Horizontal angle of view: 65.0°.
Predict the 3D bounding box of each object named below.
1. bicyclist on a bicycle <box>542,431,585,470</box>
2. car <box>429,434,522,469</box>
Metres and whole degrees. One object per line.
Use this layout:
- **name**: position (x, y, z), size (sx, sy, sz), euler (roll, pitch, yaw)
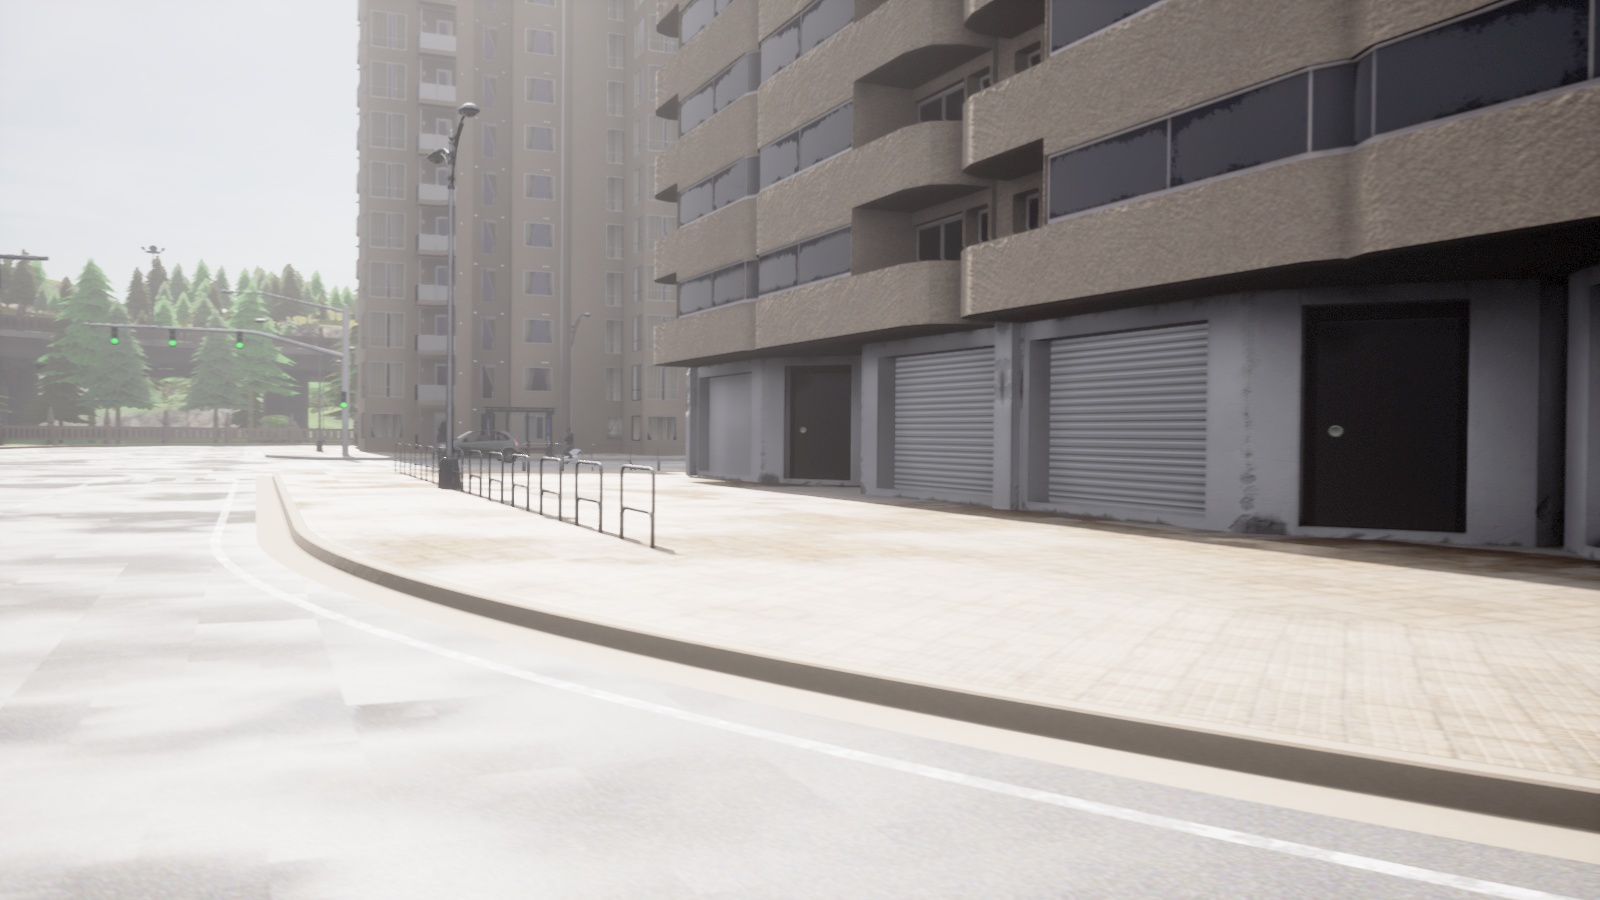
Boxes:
- **bicyclist on a bicycle**: position (-10.940, 0.013, 58.045), size (1.843, 1.776, 0.659), euler (-1, 1, -25)
- **car**: position (-15.467, 0.056, 59.813), size (3.988, 1.617, 1.851), euler (-1, 1, -24)
